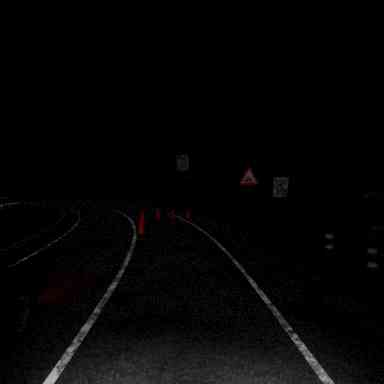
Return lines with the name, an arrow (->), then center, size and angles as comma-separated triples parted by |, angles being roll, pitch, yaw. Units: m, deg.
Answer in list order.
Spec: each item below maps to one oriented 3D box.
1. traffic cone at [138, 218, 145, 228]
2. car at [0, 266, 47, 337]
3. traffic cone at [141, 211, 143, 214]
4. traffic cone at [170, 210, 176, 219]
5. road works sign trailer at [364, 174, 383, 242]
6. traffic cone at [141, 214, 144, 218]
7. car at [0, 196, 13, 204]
traffic cone -> -2.415, 1.661, 15.749 | 0.340, 0.580, 0.340 | -1, 2, -8
car -> -3.495, 1.582, 3.796 | 1.895, 1.301, 4.718 | 0, 1, -2
traffic cone -> -2.963, 1.557, 19.710 | 0.340, 0.580, 0.340 | -1, 2, -8
traffic cone -> -1.264, 1.453, 21.954 | 0.340, 0.580, 0.340 | -1, 2, -7
road works sign trailer -> 7.390, 0.813, 10.801 | 2.380, 2.880, 3.560 | 43, 2, -1
traffic cone -> -2.689, 1.610, 17.730 | 0.340, 0.580, 0.340 | -1, 2, -8
car -> -32.700, 1.348, 56.851 | 4.674, 1.442, 1.812 | -3, 4, 32
